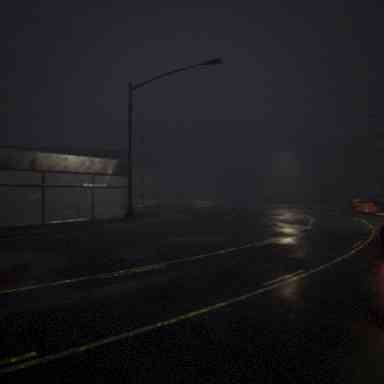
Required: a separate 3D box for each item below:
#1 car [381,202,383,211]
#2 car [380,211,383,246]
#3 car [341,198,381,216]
[{"bbox_3d":[20.180,1.491,38.568,2.128,1.511,4.902,0,0,-2],"label":"car"},{"bbox_3d":[9.446,1.601,14.472,1.895,1.301,4.718,0,0,34],"label":"car"},{"bbox_3d":[16.222,1.478,32.621,1.882,1.535,5.008,0,0,8],"label":"car"}]
